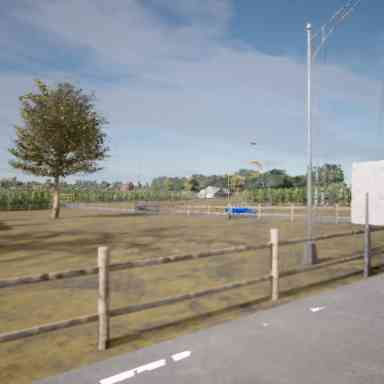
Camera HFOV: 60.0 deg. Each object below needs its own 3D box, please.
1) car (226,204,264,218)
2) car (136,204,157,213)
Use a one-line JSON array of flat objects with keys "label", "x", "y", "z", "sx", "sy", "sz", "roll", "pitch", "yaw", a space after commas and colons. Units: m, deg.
[{"label": "car", "x": 5.883, "y": 2.054, "z": 37.306, "sx": 1.882, "sy": 1.535, "sz": 5.008, "roll": 2, "pitch": -3, "yaw": -36}, {"label": "car", "x": -7.763, "y": 2.712, "z": 56.349, "sx": 2.128, "sy": 1.511, "sz": 4.902, "roll": 2, "pitch": -3, "yaw": -36}]
